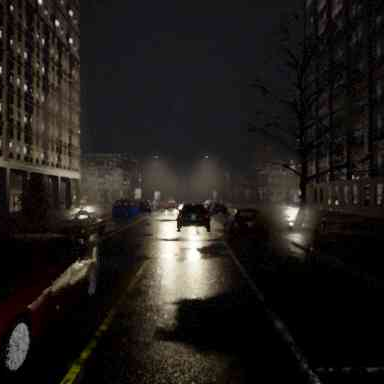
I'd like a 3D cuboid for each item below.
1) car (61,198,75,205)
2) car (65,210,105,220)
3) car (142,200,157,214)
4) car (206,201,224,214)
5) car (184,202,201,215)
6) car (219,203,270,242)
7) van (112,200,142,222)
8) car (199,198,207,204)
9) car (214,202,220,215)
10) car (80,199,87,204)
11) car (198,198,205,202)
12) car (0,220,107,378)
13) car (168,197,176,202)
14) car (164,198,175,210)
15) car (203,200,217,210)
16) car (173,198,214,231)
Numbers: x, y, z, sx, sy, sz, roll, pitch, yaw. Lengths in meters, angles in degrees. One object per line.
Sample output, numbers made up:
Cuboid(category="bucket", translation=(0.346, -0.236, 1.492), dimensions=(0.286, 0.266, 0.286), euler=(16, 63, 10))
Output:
Cuboid(category="car", translation=(-25.405, 1.882, 63.776), dimensions=(4.403, 1.369, 2.008), euler=(0, -1, 1))
Cuboid(category="car", translation=(-5.684, 1.650, 17.059), dimensions=(1.752, 1.417, 4.829), euler=(0, 0, 0))
Cuboid(category="car", translation=(-5.681, 1.729, 39.998), dimensions=(1.967, 1.590, 4.097), euler=(0, 0, 0))
Cuboid(category="car", translation=(2.699, 1.833, 39.979), dimensions=(1.887, 1.381, 4.507), euler=(0, 0, 0))
Cuboid(category="car", translation=(0.103, 1.886, 39.566), dimensions=(1.895, 1.301, 4.718), euler=(0, 0, 0))
Cuboid(category="car", translation=(2.697, 1.566, 17.213), dimensions=(1.967, 1.590, 4.097), euler=(0, 0, 0))
Cuboid(category="van", translation=(-5.682, 1.549, 28.615), dimensions=(1.690, 1.788, 3.998), euler=(0, 0, 0))
Cuboid(category="car", translation=(2.703, 2.168, 83.752), dimensions=(1.947, 1.339, 4.313), euler=(0, 0, 0))
Cuboid(category="car", translation=(2.698, 1.799, 34.287), dimensions=(2.008, 1.369, 4.403), euler=(0, 0, 0))
Cuboid(category="car", translation=(-25.443, 1.961, 72.158), dimensions=(4.829, 1.417, 1.752), euler=(0, -1, 1))
Cuboid(category="car", translation=(2.704, 2.263, 94.794), dimensions=(1.802, 1.307, 4.206), euler=(0, 0, 0))
Cuboid(category="car", translation=(-3.099, 1.521, 5.790), dimensions=(1.882, 1.535, 5.008), euler=(0, 0, 0))
Cuboid(category="car", translation=(-5.676, 2.232, 94.809), dimensions=(2.008, 1.369, 4.403), euler=(0, 0, 0))
Cuboid(category="car", translation=(-2.995, 1.965, 49.474), dimensions=(1.994, 1.385, 4.181), euler=(0, 0, 0))
Cuboid(category="car", translation=(2.700, 1.921, 51.363), dimensions=(2.008, 1.369, 4.403), euler=(0, 0, 0))
Cuboid(category="car", translation=(0.097, 1.512, 22.052), dimensions=(2.097, 1.767, 4.553), euler=(0, -1, 0))
